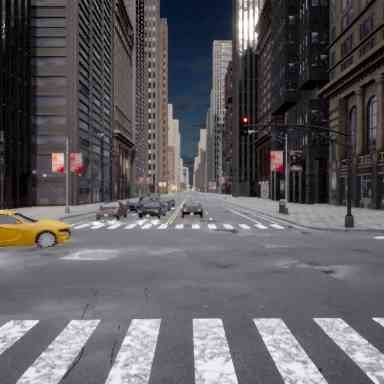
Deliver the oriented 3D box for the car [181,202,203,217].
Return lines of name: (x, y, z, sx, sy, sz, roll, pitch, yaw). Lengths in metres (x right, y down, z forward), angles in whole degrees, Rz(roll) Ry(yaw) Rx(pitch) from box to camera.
car: (0.019, 1.582, 30.979, 1.895, 1.301, 4.718, 0, 0, 0)

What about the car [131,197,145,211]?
car: (-6.673, 1.577, 37.092, 1.895, 1.301, 4.718, 0, 0, 0)

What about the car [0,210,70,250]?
car: (-7.490, 1.473, 13.217, 5.008, 1.535, 1.882, 0, 0, -20)

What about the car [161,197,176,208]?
car: (-3.452, 1.510, 49.712, 2.033, 1.411, 5.357, 0, 0, 0)

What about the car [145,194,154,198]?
car: (-6.693, 1.470, 47.332, 1.837, 1.490, 4.892, 0, 0, 0)

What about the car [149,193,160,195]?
car: (-6.677, 1.170, 57.782, 2.150, 2.045, 5.566, 0, 0, 1)

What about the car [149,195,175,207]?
car: (-3.424, 1.466, 39.160, 2.128, 1.511, 4.902, 0, 0, 0)

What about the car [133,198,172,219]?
car: (-3.381, 1.531, 29.420, 2.033, 1.411, 5.357, 0, 0, 4)

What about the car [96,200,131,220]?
car: (-6.653, 1.510, 27.984, 1.812, 1.442, 4.674, 0, 0, 0)
